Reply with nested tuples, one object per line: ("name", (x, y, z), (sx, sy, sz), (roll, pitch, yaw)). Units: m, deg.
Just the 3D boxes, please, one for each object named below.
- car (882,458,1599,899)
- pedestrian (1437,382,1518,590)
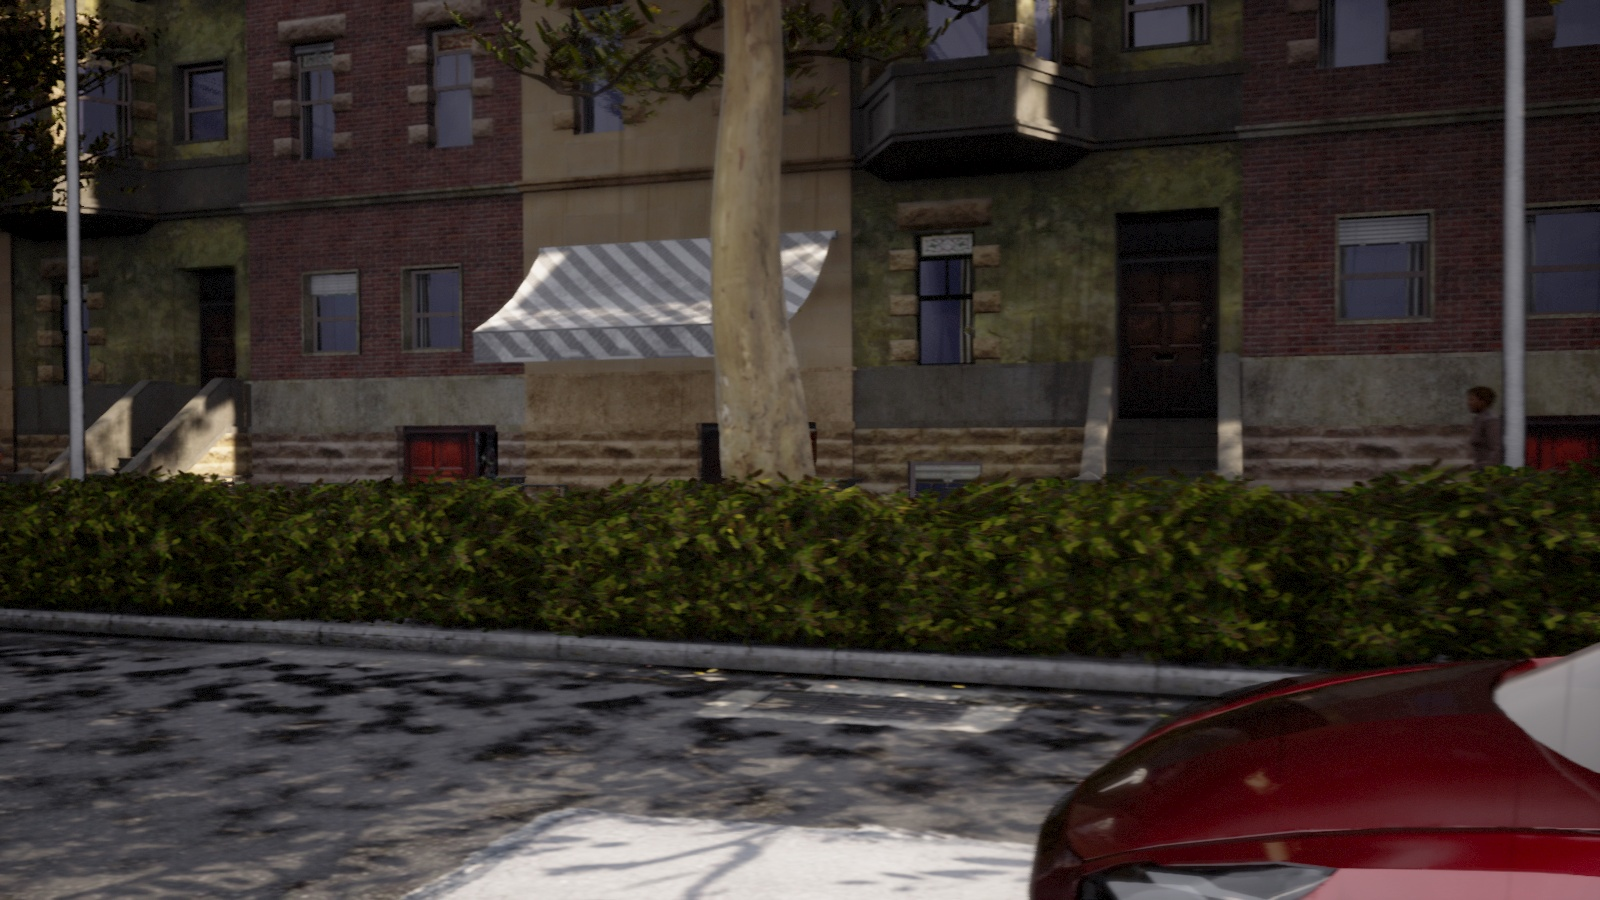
("car", (2.745, 0.796, 2.269), (4.792, 1.488, 2.163), (0, 1, 18))
("pedestrian", (6.179, 0.318, 11.459), (0.634, 1.846, 0.331), (0, 1, 29))
